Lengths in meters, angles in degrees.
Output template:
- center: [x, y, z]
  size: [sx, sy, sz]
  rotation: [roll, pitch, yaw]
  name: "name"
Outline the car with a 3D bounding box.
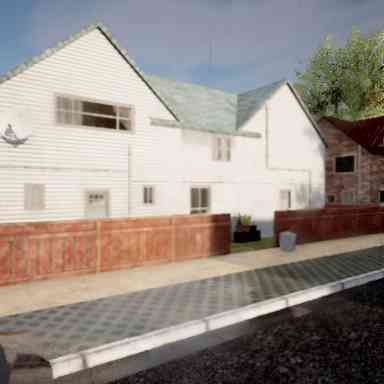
- center: [-2.925, 1.486, 0.968]
  size: [4.902, 1.511, 2.128]
  rotation: [0, 0, -35]
  name: "car"
